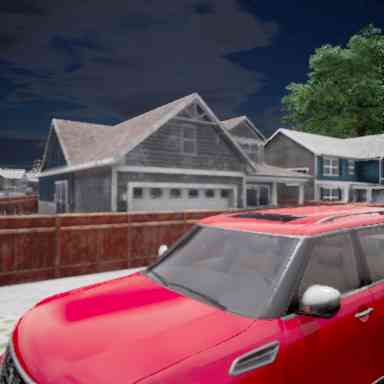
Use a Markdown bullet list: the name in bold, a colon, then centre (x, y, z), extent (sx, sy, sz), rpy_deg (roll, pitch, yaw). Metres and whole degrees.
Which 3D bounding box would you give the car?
- **car**: centre (0.954, 1.232, 3.742), extent (5.566, 2.045, 2.150), rpy_deg (0, 0, -35)
